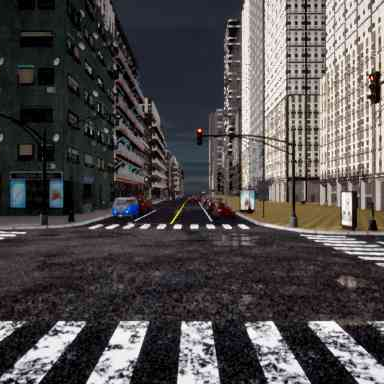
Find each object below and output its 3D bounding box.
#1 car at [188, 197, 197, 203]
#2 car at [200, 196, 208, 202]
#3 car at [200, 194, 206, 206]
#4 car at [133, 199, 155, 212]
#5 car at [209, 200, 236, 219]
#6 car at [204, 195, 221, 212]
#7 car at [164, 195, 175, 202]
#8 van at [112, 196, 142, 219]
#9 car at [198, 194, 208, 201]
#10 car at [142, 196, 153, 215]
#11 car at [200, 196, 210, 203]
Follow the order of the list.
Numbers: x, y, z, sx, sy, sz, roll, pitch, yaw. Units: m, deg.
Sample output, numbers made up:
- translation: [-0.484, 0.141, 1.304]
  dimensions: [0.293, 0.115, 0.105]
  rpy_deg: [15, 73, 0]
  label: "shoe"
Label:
- translation: [0.169, 1.643, 69.688]
  dimensions: [1.895, 1.301, 4.718]
  rpy_deg: [0, 0, 0]
  label: "car"
- translation: [2.775, 1.634, 78.132]
  dimensions: [1.802, 1.307, 4.206]
  rpy_deg: [0, 0, 0]
  label: "car"
- translation: [2.754, 1.468, 56.022]
  dimensions: [1.967, 1.590, 4.097]
  rpy_deg: [0, 0, 0]
  label: "car"
- translation: [-5.644, 1.560, 39.449]
  dimensions: [1.887, 1.381, 4.507]
  rpy_deg: [0, 0, 0]
  label: "car"
- translation: [2.726, 1.591, 28.383]
  dimensions: [1.802, 1.307, 4.206]
  rpy_deg: [0, 0, 0]
  label: "car"
- translation: [2.738, 1.456, 39.439]
  dimensions: [1.967, 1.590, 4.097]
  rpy_deg: [0, 0, 0]
  label: "car"
- translation: [-5.604, 1.492, 78.141]
  dimensions: [1.967, 1.590, 4.097]
  rpy_deg: [0, 0, 0]
  label: "car"
- translation: [-5.653, 1.351, 28.393]
  dimensions: [1.690, 1.788, 3.998]
  rpy_deg: [0, 0, 0]
  label: "van"
- translation: [2.782, 1.373, 83.660]
  dimensions: [2.192, 1.841, 5.009]
  rpy_deg: [0, 0, 0]
  label: "car"
- translation: [-5.648, 1.327, 33.921]
  dimensions: [2.192, 1.841, 5.009]
  rpy_deg: [0, 0, 0]
  label: "car"
- translation: [2.770, 1.590, 72.605]
  dimensions: [1.887, 1.381, 4.507]
  rpy_deg: [0, 0, 0]
  label: "car"
